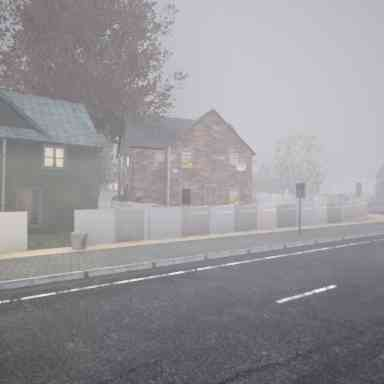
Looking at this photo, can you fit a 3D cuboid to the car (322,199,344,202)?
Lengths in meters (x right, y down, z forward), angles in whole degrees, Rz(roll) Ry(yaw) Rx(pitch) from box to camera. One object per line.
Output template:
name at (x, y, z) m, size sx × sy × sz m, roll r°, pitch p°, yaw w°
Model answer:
car at (15.524, 1.171, 36.518) m, size 2.128 × 1.511 × 4.902 m, roll 1°, pitch 0°, yaw -20°

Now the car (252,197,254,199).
car at (8.492, 0.903, 55.987) m, size 2.033 × 1.411 × 5.357 m, roll 1°, pitch 0°, yaw -19°

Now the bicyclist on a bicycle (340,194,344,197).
bicyclist on a bicycle at (19.385, 1.027, 43.091) m, size 1.656 × 1.620 × 0.582 m, roll 1°, pitch 0°, yaw -20°

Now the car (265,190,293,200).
car at (12.120, 0.744, 45.938) m, size 2.150 × 2.045 × 5.566 m, roll 1°, pitch 0°, yaw -20°
